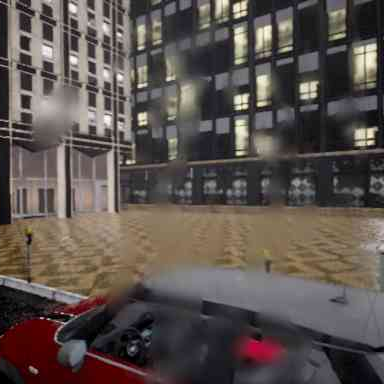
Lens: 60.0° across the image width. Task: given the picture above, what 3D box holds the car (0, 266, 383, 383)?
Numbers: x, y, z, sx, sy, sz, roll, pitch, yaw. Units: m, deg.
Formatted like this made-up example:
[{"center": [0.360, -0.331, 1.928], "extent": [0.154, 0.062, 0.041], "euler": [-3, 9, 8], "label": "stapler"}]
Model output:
[{"center": [-0.072, 1.422, 2.925], "extent": [4.097, 1.590, 1.967], "euler": [0, 0, 34], "label": "car"}]
